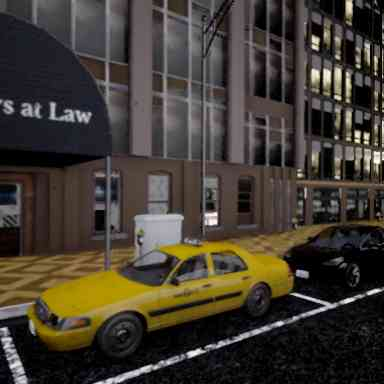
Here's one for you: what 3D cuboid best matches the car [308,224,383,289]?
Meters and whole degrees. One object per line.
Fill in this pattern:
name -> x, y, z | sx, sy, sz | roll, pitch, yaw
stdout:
car -> 4.434, 1.596, 9.244 | 4.313, 1.339, 1.947 | 0, 0, -35

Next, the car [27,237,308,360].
car -> -0.214, 1.536, 5.939 | 4.829, 1.417, 1.752 | 0, 0, -35
